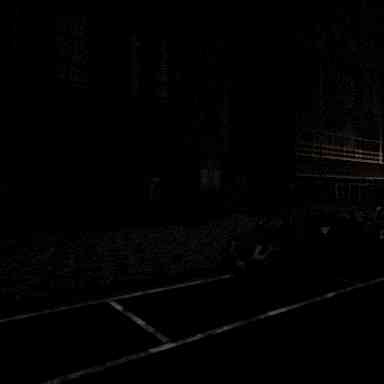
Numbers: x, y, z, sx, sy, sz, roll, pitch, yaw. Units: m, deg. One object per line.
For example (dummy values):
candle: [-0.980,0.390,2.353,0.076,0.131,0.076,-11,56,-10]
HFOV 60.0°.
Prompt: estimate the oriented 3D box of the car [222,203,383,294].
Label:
car: [3.155,1.313,9.015,5.009,1.841,2.192,0,0,-35]
